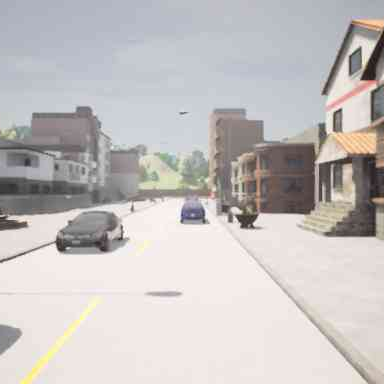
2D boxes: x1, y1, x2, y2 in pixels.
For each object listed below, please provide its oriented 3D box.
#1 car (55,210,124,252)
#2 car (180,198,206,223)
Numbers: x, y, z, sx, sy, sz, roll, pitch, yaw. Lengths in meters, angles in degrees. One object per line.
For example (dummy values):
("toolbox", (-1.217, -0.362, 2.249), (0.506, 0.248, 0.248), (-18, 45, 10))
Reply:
("car", (-4.080, 1.519, 14.043), (1.812, 1.442, 4.674), (0, 0, 0))
("car", (0.063, 1.466, 25.562), (1.882, 1.535, 5.008), (0, 0, 0))
